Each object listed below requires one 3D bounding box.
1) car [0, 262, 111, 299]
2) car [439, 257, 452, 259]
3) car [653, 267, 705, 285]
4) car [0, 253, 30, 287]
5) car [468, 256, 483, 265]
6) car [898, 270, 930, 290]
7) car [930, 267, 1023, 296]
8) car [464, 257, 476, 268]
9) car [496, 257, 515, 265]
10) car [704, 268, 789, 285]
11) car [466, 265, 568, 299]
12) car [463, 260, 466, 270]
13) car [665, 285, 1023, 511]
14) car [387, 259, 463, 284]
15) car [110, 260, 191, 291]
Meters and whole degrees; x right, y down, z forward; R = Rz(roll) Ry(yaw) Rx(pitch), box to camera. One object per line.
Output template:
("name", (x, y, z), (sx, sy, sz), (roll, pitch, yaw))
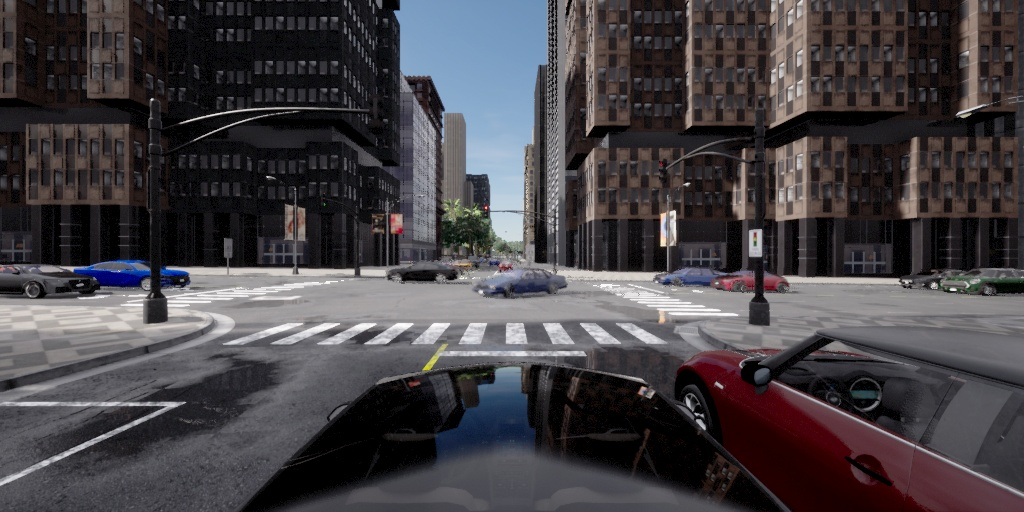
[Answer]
("car", (-20.774, 1.053, 15.583), (4.181, 1.385, 1.994), (1, 0, 0))
("car", (-9.191, 1.084, 49.161), (2.192, 1.841, 5.009), (0, 0, 0))
("car", (13.057, 1.505, 25.747), (5.357, 1.411, 2.033), (1, 0, 0))
("car", (-28.950, 0.722, 18.780), (4.553, 1.767, 2.097), (1, 0, 0))
("car", (-6.588, 1.014, 59.296), (2.150, 2.045, 5.566), (0, 0, 0))
("car", (30.881, 1.723, 25.855), (4.892, 1.490, 1.837), (1, 0, 0))
("car", (30.042, 1.559, 22.593), (4.553, 1.767, 2.097), (1, 0, 0))
("car", (-6.522, 1.247, 48.958), (1.882, 1.535, 5.008), (0, 0, 0))
("car", (-0.628, 1.197, 43.792), (1.967, 1.591, 4.097), (0, 0, 0))
("car", (14.856, 1.551, 22.505), (4.181, 1.385, 1.994), (1, 0, 0))
("car", (0.564, 1.335, 18.585), (5.357, 1.411, 2.033), (1, 0, -40))
("car", (-6.482, 1.347, 38.563), (1.895, 1.301, 4.718), (0, 0, 1))
("car", (2.763, 1.190, 2.403), (1.967, 1.591, 4.097), (0, 0, 0))
("car", (-6.320, 1.158, 25.624), (5.008, 1.535, 1.882), (1, 0, 0))
("car", (-19.838, 0.976, 18.837), (5.008, 1.535, 1.882), (1, 0, 0))
